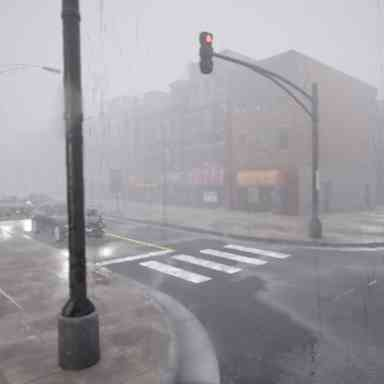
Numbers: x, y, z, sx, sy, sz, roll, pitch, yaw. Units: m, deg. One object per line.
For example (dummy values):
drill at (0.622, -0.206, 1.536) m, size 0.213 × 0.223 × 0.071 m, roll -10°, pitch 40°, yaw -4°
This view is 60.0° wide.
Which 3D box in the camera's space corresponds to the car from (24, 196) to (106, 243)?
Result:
car at (-5.540, 1.166, 14.622) m, size 1.837 × 1.490 × 4.892 m, roll -2°, pitch 3°, yaw -41°

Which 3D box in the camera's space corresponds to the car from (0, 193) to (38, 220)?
car at (-12.130, 0.983, 22.068) m, size 1.994 × 1.385 × 4.181 m, roll -2°, pitch 3°, yaw -42°

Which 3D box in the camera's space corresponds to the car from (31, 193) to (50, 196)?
car at (-12.505, 0.777, 26.941) m, size 2.033 × 1.411 × 5.357 m, roll -2°, pitch 3°, yaw -41°
